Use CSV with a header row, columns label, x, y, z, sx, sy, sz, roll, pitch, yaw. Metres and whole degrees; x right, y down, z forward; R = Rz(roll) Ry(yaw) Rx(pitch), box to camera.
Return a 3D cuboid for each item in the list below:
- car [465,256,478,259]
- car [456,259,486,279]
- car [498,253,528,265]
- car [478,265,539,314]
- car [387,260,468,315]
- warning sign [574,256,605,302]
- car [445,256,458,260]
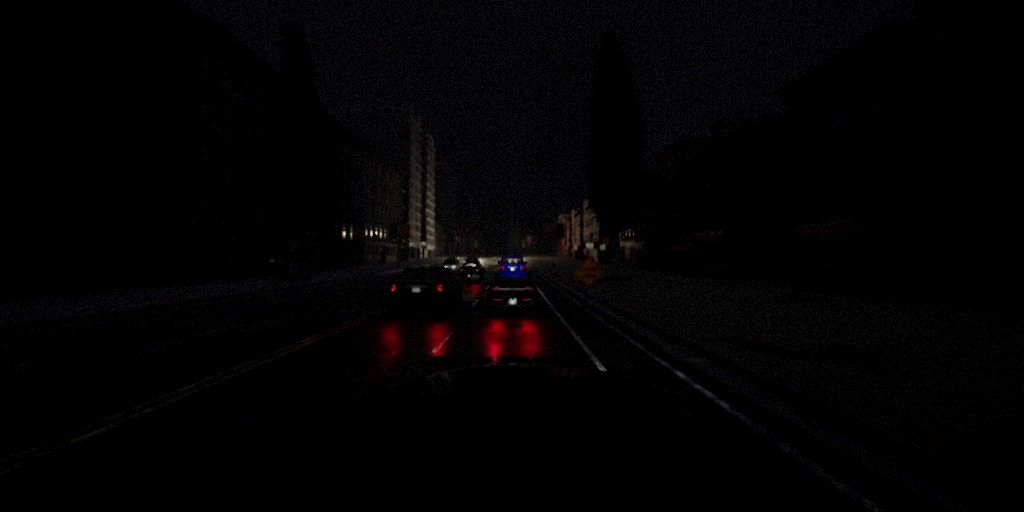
label,x,y,z,sx,sy,sz,roll,pitch,yaw
car,-6.549,0.739,58.580,1.837,1.490,4.892,0,1,0
car,-3.198,1.247,29.175,2.128,1.511,4.902,0,1,1
car,0.042,0.987,28.087,2.150,2.045,5.566,0,1,1
car,0.049,1.303,14.217,2.128,1.511,4.902,0,0,1
car,-3.201,1.163,14.168,2.097,1.767,4.553,0,0,0
warning sign,3.228,0.930,14.870,1.300,1.860,1.060,0,0,0
car,-9.790,0.782,58.579,2.033,1.411,5.357,0,1,1
